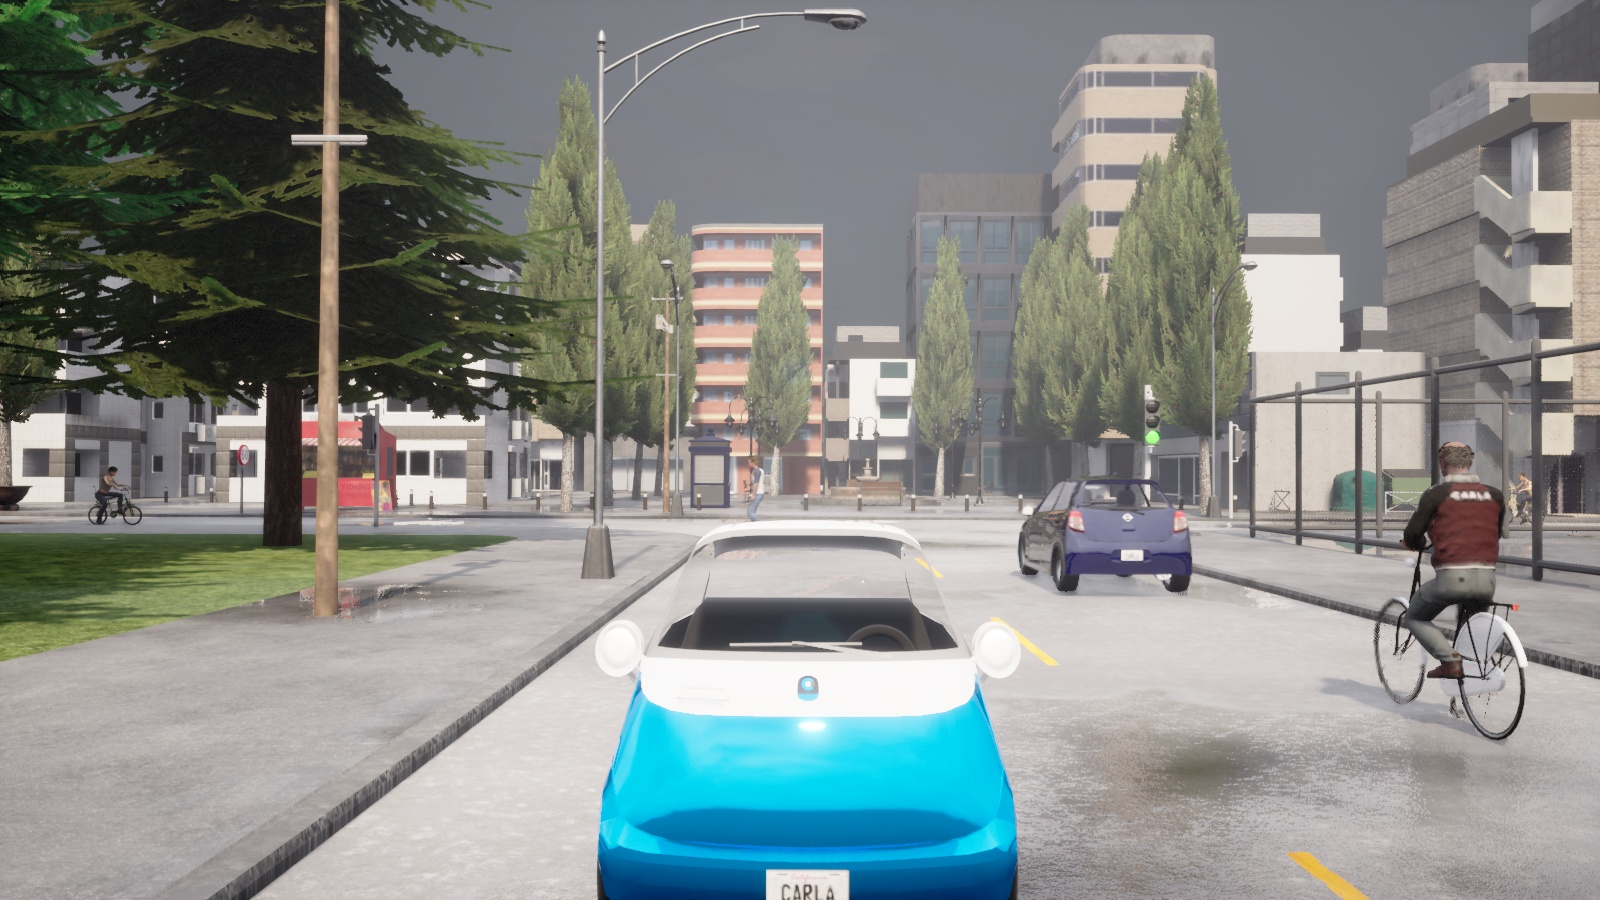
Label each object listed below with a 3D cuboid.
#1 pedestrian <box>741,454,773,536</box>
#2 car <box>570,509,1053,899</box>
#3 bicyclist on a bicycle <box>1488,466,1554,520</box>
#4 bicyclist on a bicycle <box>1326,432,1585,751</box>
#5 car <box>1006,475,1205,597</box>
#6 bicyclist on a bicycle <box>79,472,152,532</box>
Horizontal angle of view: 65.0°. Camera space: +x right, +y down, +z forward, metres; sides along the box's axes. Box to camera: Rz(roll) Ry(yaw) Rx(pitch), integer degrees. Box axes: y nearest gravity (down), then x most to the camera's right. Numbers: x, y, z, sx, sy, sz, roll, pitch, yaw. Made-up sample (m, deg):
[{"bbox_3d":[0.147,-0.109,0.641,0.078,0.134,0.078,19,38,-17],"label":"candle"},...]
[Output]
[{"bbox_3d":[-0.980,1.019,28.402,0.706,1.836,0.354,0,-1,0],"label":"pedestrian"},{"bbox_3d":[0.037,0.952,4.965,1.481,1.376,2.207,0,-1,0],"label":"car"},{"bbox_3d":[21.948,1.304,38.248,1.509,1.612,0.866,0,-1,0],"label":"bicyclist on a bicycle"},{"bbox_3d":[4.050,0.802,7.943,0.659,1.776,1.843,0,-1,0],"label":"bicyclist on a bicycle"},{"bbox_3d":[4.107,1.105,17.447,1.845,1.501,3.633,0,-1,0],"label":"car"},{"bbox_3d":[-18.738,1.402,34.391,1.509,1.612,0.866,0,-1,1],"label":"bicyclist on a bicycle"}]
